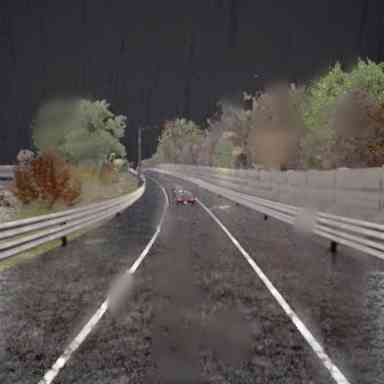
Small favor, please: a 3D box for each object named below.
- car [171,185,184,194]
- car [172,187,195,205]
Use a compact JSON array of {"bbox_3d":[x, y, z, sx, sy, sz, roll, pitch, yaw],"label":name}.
[{"bbox_3d":[-1.810,-0.306,45.203,2.033,1.411,5.357,0,5,-6],"label":"car"},{"bbox_3d":[-0.775,0.575,33.900,1.895,1.301,4.718,0,4,-5],"label":"car"}]
